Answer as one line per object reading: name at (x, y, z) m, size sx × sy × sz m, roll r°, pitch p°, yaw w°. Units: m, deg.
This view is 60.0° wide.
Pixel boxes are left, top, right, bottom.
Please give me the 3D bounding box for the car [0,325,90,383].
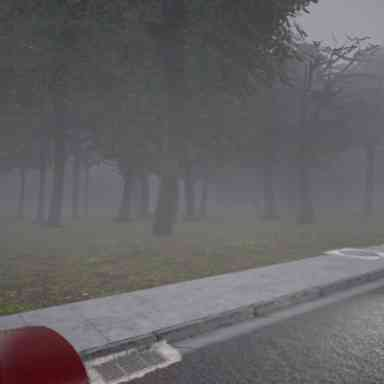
car at (-2.831, 1.475, 1.037) m, size 5.008 × 1.535 × 1.882 m, roll 0°, pitch 0°, yaw -35°
